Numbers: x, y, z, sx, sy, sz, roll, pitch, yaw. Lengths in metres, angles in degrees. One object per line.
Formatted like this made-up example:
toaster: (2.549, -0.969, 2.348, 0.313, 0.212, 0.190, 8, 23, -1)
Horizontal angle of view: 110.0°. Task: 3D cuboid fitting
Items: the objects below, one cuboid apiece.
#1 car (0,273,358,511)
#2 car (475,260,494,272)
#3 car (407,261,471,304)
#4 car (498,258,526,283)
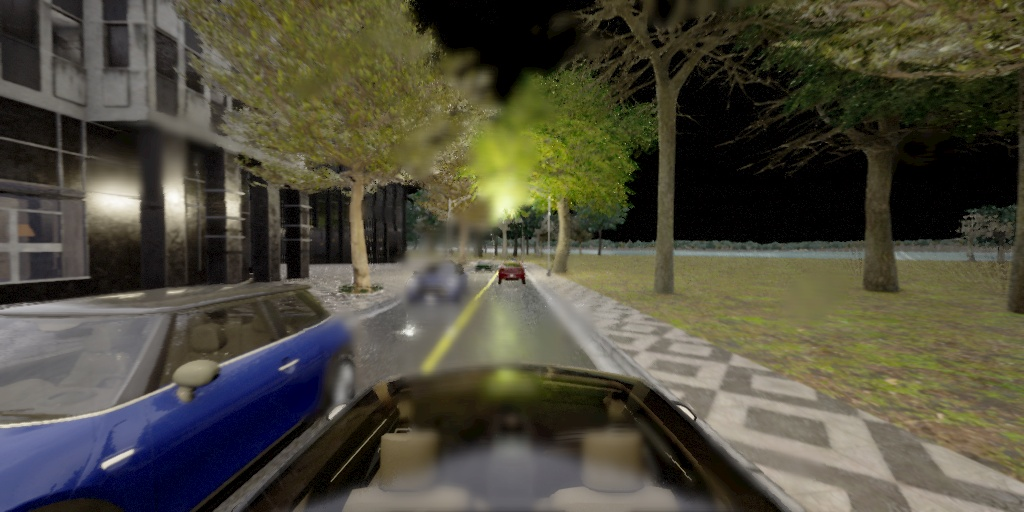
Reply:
car: (-3.094, 1.095, 2.845, 2.097, 1.767, 4.553, 0, 0, 0)
car: (-3.082, 1.126, 40.458, 1.895, 1.301, 4.718, 0, 1, 0)
car: (-3.095, 1.036, 15.899, 2.097, 1.767, 4.553, 0, 0, 0)
car: (-0.004, 1.109, 26.154, 1.882, 1.535, 5.008, 0, 1, 0)
